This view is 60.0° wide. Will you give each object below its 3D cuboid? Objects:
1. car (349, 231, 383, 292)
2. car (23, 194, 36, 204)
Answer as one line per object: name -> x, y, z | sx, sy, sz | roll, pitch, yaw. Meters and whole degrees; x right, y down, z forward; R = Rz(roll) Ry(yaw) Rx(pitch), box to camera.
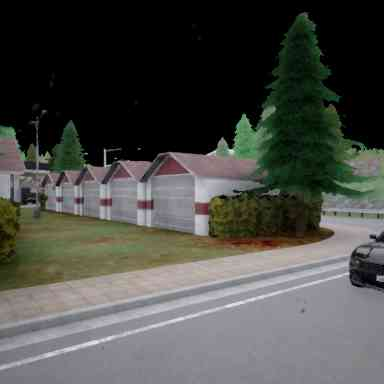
car -> 5.777, 1.480, 8.276 | 5.008, 1.535, 1.882 | 0, 0, -39
car -> -30.614, 1.332, 62.619 | 1.905, 1.878, 3.866 | 0, 0, -37
